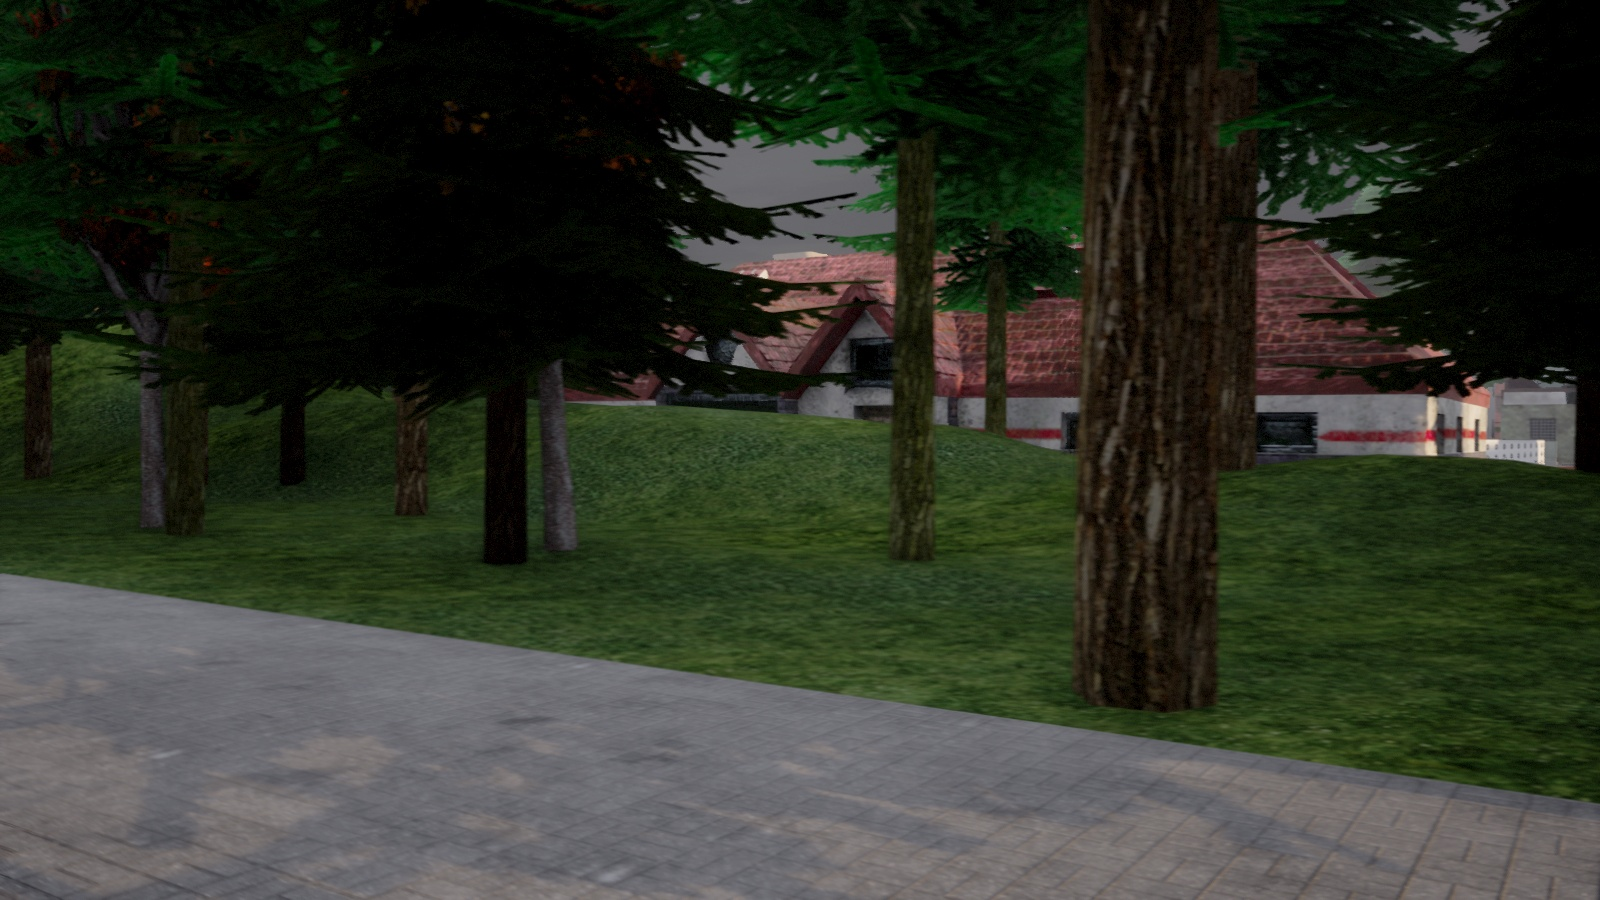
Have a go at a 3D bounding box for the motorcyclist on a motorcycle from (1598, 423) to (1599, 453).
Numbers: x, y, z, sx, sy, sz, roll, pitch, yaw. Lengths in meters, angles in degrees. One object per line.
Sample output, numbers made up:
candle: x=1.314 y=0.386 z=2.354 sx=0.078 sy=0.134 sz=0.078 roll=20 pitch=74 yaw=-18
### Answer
motorcyclist on a motorcycle: x=44.802 y=-0.656 z=68.301 sx=2.350 sy=1.649 sz=0.766 roll=0 pitch=1 yaw=34
